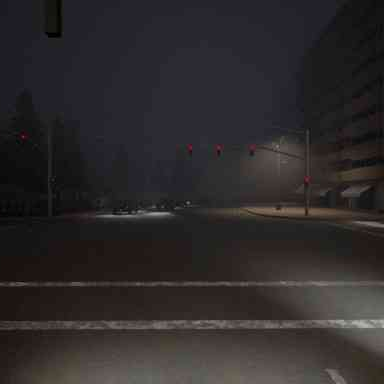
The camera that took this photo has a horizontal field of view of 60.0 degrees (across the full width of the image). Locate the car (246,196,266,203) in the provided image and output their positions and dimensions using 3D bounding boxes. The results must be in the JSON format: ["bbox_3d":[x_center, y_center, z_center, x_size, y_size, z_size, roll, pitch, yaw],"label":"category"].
[{"bbox_3d":[13.156,1.476,68.031,5.008,1.535,1.882,0,0,-41],"label":"car"}]

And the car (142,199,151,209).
[{"bbox_3d":[-6.398,1.600,44.125,1.895,1.301,4.718,0,0,6],"label":"car"}]

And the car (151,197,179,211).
[{"bbox_3d":[-3.208,1.491,40.629,2.128,1.511,4.902,0,0,4],"label":"car"}]

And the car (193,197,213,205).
[{"bbox_3d":[2.003,1.600,59.585,1.895,1.301,4.718,0,0,31],"label":"car"}]

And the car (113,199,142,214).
[{"bbox_3d":[-6.945,1.525,35.047,1.812,1.442,4.674,0,0,2],"label":"car"}]

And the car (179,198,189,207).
[{"bbox_3d":[-1.891,1.547,50.358,2.033,1.411,5.357,0,0,15],"label":"car"}]

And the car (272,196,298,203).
[{"bbox_3d":[18.520,1.477,67.542,5.008,1.535,1.882,0,0,-33],"label":"car"}]

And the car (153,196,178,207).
[{"bbox_3d":[-4.269,1.491,53.968,2.128,1.511,4.902,0,0,20],"label":"car"}]
